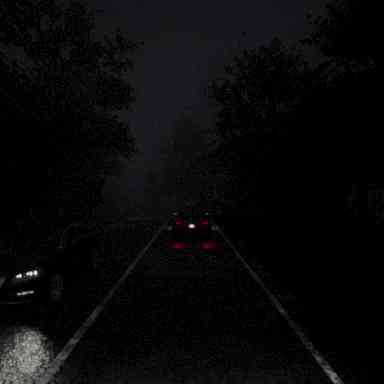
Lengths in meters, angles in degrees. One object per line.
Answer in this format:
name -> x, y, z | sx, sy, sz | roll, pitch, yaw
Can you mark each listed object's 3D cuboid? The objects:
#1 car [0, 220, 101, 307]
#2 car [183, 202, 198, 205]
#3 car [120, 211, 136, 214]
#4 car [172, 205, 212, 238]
car -> -3.655, 1.500, 8.205 | 2.128, 1.511, 4.902 | 0, 0, 0
car -> -0.123, 1.790, 33.825 | 1.882, 1.535, 5.008 | 0, -2, 0
car -> -16.396, 5.627, 84.011 | 2.033, 1.411, 5.357 | -4, -5, 40
car -> -0.027, 1.581, 17.644 | 1.994, 1.385, 4.181 | 0, 0, 0
